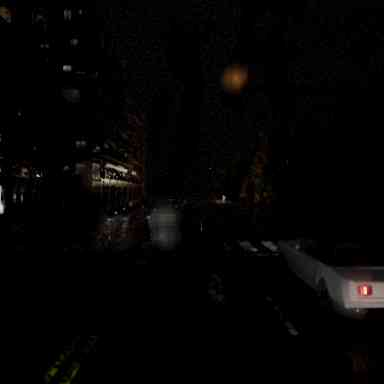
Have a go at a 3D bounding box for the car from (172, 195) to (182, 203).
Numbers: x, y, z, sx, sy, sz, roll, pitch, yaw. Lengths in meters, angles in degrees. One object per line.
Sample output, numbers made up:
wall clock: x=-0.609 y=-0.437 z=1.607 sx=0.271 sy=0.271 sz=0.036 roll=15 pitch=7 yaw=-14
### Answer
car: x=-3.254 y=1.519 z=72.420 sx=1.882 sy=1.535 sz=5.008 roll=0 pitch=0 yaw=0

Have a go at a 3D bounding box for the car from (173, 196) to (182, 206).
car: x=-3.306 y=1.586 z=57.086 sx=2.033 sy=1.411 sz=5.357 roll=0 pitch=0 yaw=1

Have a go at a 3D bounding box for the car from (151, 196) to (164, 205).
car: x=-6.554 y=1.523 z=62.998 sx=1.882 sy=1.535 sz=5.008 roll=0 pitch=0 yaw=1

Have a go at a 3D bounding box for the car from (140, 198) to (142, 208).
car: x=-6.598 y=1.575 z=46.995 sx=2.033 sy=1.411 sz=5.357 roll=0 pitch=0 yaw=0

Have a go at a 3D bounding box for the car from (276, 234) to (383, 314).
car: x=3.347 y=1.604 z=7.571 sx=1.895 sy=1.301 sz=4.718 roll=0 pitch=0 yaw=0

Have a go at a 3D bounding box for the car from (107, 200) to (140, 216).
car: x=-6.850 y=1.620 z=32.828 sx=1.895 sy=1.301 sz=4.718 roll=0 pitch=0 yaw=4

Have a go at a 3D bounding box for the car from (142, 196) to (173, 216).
car: x=-3.349 y=1.511 z=33.240 sx=2.128 sy=1.511 sz=4.902 roll=0 pitch=0 yaw=0
